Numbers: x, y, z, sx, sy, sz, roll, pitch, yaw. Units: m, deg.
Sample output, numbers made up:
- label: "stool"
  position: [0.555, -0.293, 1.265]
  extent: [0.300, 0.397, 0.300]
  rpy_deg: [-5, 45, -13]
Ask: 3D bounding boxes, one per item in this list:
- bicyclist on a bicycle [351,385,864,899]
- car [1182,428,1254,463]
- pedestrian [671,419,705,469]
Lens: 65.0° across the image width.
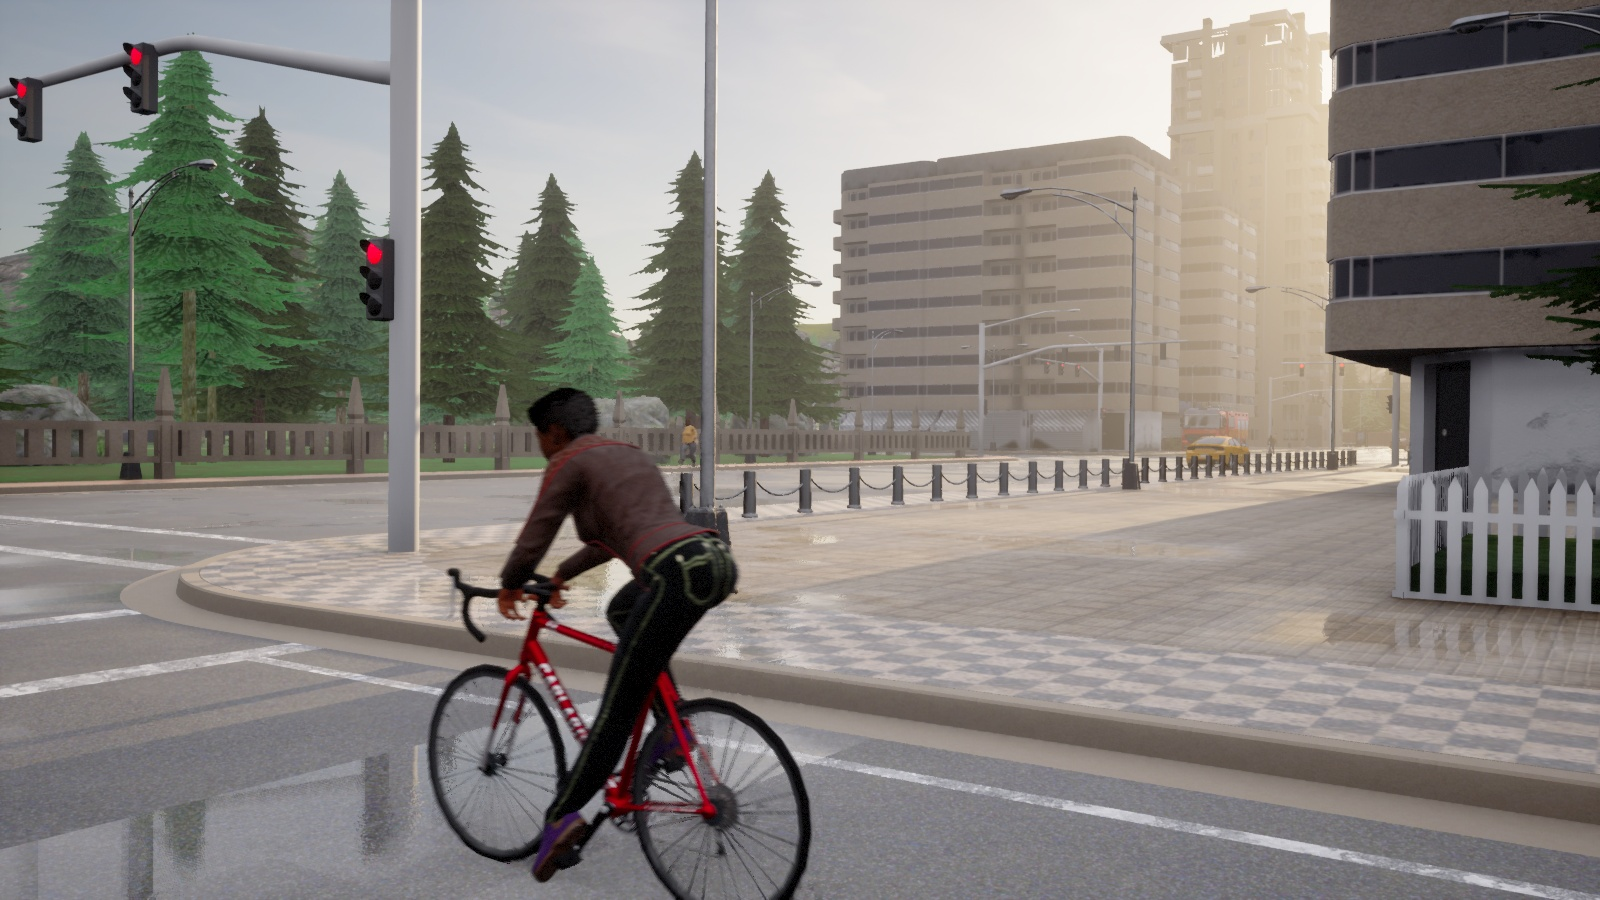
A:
- label: "bicyclist on a bicycle"
  position: [-0.665, 0.635, 4.064]
  extent: [1.656, 1.620, 0.582]
  rpy_deg: [0, 1, 34]
- label: "car"
  position: [19.314, -0.256, 57.874]
  extent: [1.882, 1.535, 5.008]
  rpy_deg: [0, 1, 34]
- label: "pedestrian"
  position: [-4.216, -0.219, 47.411]
  extent: [0.874, 1.855, 0.900]
  rpy_deg: [0, 1, 33]
